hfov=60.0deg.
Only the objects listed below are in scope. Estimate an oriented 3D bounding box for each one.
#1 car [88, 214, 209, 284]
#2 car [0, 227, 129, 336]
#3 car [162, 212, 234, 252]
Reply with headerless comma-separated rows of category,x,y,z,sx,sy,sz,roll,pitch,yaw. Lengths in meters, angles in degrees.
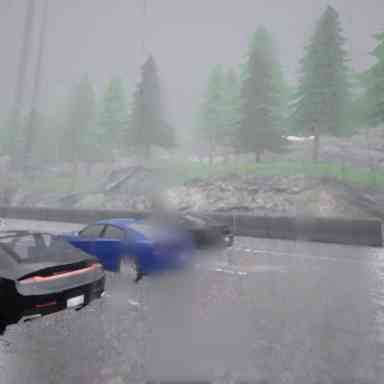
car,-2.207,1.522,9.807,5.008,1.535,1.882,0,0,35
car,-3.825,1.531,6.666,4.902,1.511,2.128,0,0,35
car,-0.782,1.527,13.084,5.008,1.535,1.882,0,0,35
